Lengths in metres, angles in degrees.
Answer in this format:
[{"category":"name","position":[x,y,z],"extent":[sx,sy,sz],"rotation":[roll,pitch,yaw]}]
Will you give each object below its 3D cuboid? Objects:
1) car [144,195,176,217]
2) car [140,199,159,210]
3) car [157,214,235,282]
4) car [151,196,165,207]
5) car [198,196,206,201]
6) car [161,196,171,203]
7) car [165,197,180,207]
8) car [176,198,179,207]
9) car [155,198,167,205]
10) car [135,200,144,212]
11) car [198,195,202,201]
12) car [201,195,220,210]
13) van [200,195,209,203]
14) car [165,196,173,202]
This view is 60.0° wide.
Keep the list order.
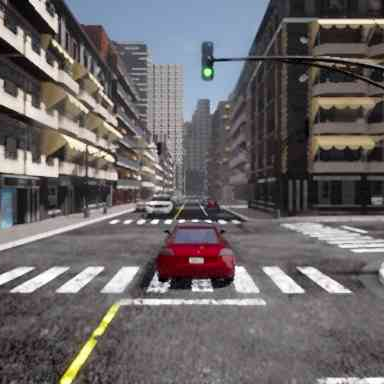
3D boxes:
[{"category":"car","position":[-3.081,1.290,33.040],"extent":[2.150,2.045,5.566],"rotation":[0,0,0]},{"category":"car","position":[-5.700,1.665,44.977],"extent":[1.947,1.339,4.313],"rotation":[0,0,0]},{"category":"car","position":[0.101,1.583,9.860],"extent":[1.994,1.385,4.181],"rotation":[0,0,0]},{"category":"car","position":[-5.701,1.569,56.034],"extent":[1.967,1.590,4.097],"rotation":[-1,0,0]},{"category":"car","position":[2.679,1.771,89.196],"extent":[1.887,1.381,4.507],"rotation":[-1,0,0]},{"category":"car","position":[-5.701,1.700,72.447],"extent":[1.752,1.417,4.829],"rotation":[-1,0,0]},{"category":"car","position":[-3.021,1.613,53.293],"extent":[2.128,1.511,4.902],"rotation":[0,0,1]},{"category":"car","position":[-3.078,1.658,43.101],"extent":[1.994,1.385,4.181],"rotation":[0,0,1]},{"category":"car","position":[-5.701,1.726,61.562],"extent":[1.802,1.307,4.206],"rotation":[-1,0,0]},{"category":"car","position":[-5.699,1.636,39.450],"extent":[2.008,1.369,4.403],"rotation":[0,0,0]},{"category":"car","position":[2.680,1.695,61.556],"extent":[2.008,1.369,4.403],"rotation":[-1,0,0]},{"category":"car","position":[2.679,1.539,44.973],"extent":[1.967,1.590,4.097],"rotation":[-1,0,0]},{"category":"van","position":[2.677,1.517,72.613],"extent":[1.690,1.788,3.998],"rotation":[-1,0,0]},{"category":"car","position":[-5.701,1.791,83.673],"extent":[1.802,1.307,4.206],"rotation":[-1,0,0]}]
